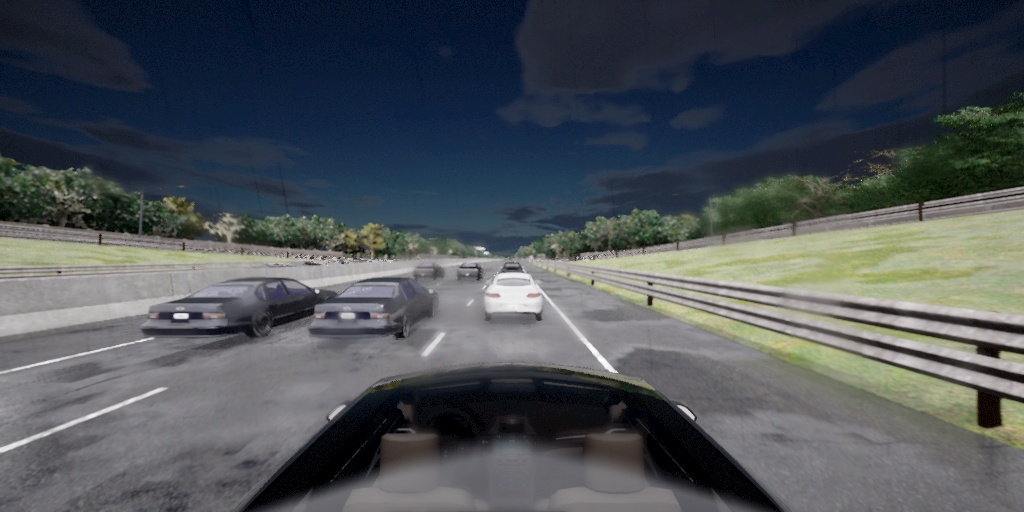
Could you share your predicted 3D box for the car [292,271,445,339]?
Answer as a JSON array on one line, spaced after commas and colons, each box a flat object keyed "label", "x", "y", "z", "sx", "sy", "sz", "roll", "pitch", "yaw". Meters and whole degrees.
[{"label": "car", "x": -3.446, "y": 1.308, "z": 10.043, "sx": 2.033, "sy": 1.411, "sz": 5.357, "roll": 0, "pitch": 0, "yaw": 0}]

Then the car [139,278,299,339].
[{"label": "car", "x": -6.945, "y": 1.310, "z": 10.037, "sx": 2.033, "sy": 1.411, "sz": 5.357, "roll": 0, "pitch": 0, "yaw": 0}]

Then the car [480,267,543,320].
[{"label": "car", "x": 0.051, "y": 1.287, "z": 12.577, "sx": 1.812, "sy": 1.442, "sz": 4.674, "roll": 0, "pitch": 0, "yaw": 0}]

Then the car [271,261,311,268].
[{"label": "car", "x": -21.171, "y": 1.276, "z": 35.804, "sx": 1.882, "sy": 1.535, "sz": 5.008, "roll": 0, "pitch": 0, "yaw": 0}]

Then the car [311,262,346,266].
[{"label": "car", "x": -17.672, "y": 1.322, "z": 35.856, "sx": 1.812, "sy": 1.442, "sz": 4.674, "roll": 0, "pitch": 0, "yaw": 0}]

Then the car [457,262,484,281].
[{"label": "car", "x": -3.475, "y": 1.275, "z": 30.553, "sx": 2.128, "sy": 1.511, "sz": 4.902, "roll": 0, "pitch": 0, "yaw": 0}]

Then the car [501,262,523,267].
[{"label": "car", "x": 0.025, "y": 1.287, "z": 30.746, "sx": 1.837, "sy": 1.490, "sz": 4.892, "roll": 0, "pitch": 0, "yaw": 0}]

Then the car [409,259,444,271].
[{"label": "car", "x": -6.976, "y": 1.277, "z": 30.524, "sx": 2.128, "sy": 1.511, "sz": 4.902, "roll": 0, "pitch": 0, "yaw": 0}]

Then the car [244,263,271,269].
[{"label": "car", "x": -24.671, "y": 1.401, "z": 36.219, "sx": 1.895, "sy": 1.301, "sz": 4.718, "roll": 0, "pitch": 0, "yaw": 0}]
